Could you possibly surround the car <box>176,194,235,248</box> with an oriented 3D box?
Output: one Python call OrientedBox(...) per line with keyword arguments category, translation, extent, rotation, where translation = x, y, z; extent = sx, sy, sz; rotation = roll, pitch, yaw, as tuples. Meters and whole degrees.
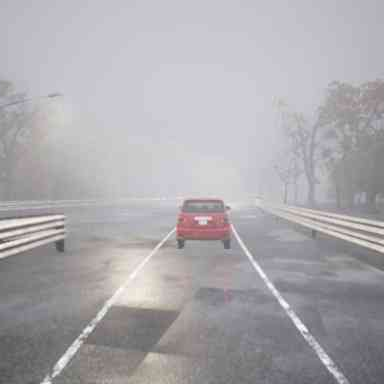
OrientedBox(category="car", translation=(0.559, 1.226, 14.998), extent=(2.150, 2.045, 5.566), rotation=(0, 0, 3))
